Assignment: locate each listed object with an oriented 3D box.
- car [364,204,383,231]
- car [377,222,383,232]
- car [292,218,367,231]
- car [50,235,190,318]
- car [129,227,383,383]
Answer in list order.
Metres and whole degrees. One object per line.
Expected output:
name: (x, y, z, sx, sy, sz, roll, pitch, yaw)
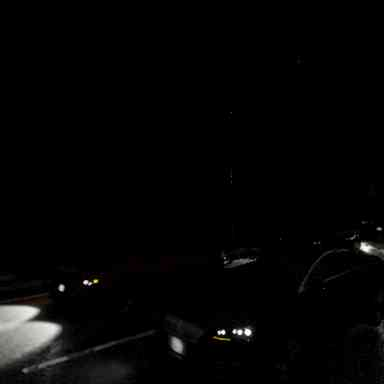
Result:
car: (12.447, 1.808, 20.957, 2.150, 2.045, 5.566, -1, -2, 41)
car: (8.848, 1.849, 12.145, 5.357, 1.411, 2.033, 2, -2, -44)
car: (5.177, 1.889, 13.508, 4.181, 1.385, 1.994, 2, -2, -43)
car: (-1.067, 1.739, 7.884, 4.181, 1.385, 1.994, 1, -2, -41)
car: (1.667, 1.615, 5.628, 4.902, 1.511, 2.128, 1, -2, -41)
